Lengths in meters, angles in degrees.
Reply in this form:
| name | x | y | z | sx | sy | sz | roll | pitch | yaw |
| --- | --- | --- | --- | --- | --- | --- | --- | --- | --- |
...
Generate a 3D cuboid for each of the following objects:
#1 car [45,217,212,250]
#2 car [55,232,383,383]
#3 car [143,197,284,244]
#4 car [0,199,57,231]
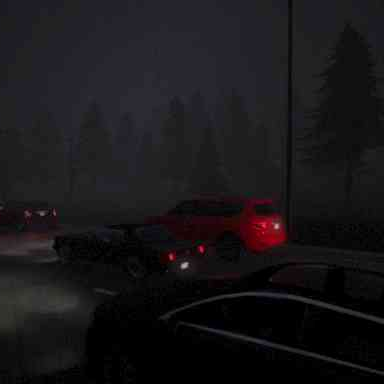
| name | x | y | z | sx | sy | sz | roll | pitch | yaw |
| --- | --- | --- | --- | --- | --- | --- | --- | --- | --- |
| car | -1.996 | 1.556 | 9.698 | 4.718 | 1.301 | 1.895 | 0 | 0 | 35 |
| car | 0.967 | 1.484 | 3.225 | 4.902 | 1.511 | 2.128 | 0 | 0 | 36 |
| car | 0.518 | 1.179 | 12.204 | 5.566 | 2.045 | 2.150 | 0 | 0 | 35 |
| car | -10.022 | 1.233 | 19.665 | 4.553 | 1.767 | 2.097 | 0 | 0 | 35 |
